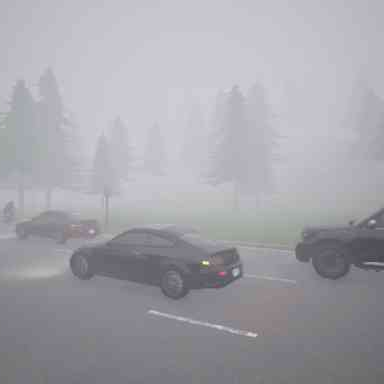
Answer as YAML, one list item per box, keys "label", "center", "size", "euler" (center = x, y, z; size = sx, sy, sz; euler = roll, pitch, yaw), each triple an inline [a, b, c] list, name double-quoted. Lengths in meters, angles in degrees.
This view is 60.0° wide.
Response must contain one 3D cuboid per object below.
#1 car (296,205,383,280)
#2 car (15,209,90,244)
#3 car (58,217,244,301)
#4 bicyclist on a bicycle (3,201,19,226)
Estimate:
- label: "car"
  center: [5.558, 1.226, 8.359]
  size: [5.566, 2.045, 2.150]
  euler: [0, 0, 33]
- label: "car"
  center: [-6.303, 1.534, 15.638]
  size: [4.674, 1.442, 1.812]
  euler: [0, 0, 32]
- label: "car"
  center: [-1.006, 1.530, 8.312]
  size: [4.674, 1.442, 1.812]
  euler: [0, 0, 32]
- label: "bicyclist on a bicycle"
  center: [-12.041, 1.406, 22.127]
  size: [0.582, 1.620, 1.656]
  euler: [2, 6, 6]
